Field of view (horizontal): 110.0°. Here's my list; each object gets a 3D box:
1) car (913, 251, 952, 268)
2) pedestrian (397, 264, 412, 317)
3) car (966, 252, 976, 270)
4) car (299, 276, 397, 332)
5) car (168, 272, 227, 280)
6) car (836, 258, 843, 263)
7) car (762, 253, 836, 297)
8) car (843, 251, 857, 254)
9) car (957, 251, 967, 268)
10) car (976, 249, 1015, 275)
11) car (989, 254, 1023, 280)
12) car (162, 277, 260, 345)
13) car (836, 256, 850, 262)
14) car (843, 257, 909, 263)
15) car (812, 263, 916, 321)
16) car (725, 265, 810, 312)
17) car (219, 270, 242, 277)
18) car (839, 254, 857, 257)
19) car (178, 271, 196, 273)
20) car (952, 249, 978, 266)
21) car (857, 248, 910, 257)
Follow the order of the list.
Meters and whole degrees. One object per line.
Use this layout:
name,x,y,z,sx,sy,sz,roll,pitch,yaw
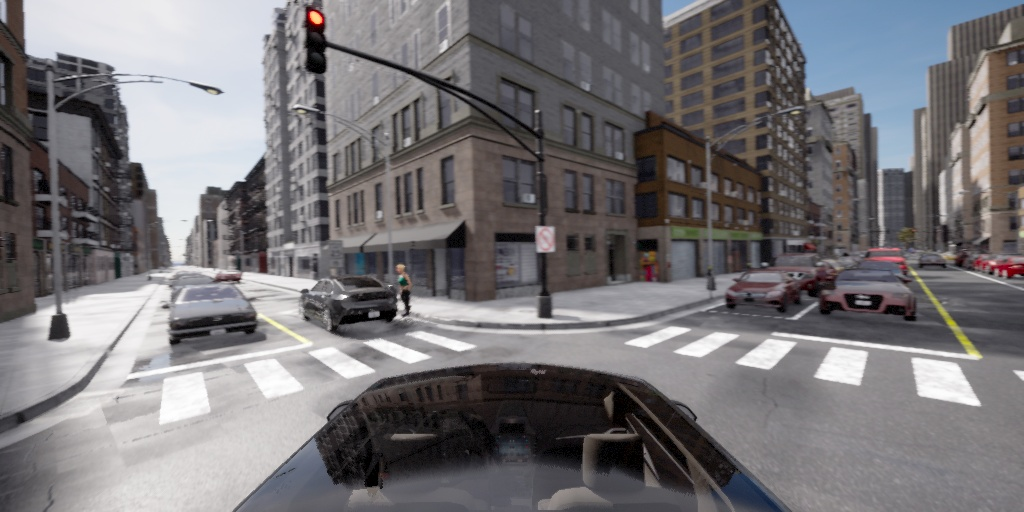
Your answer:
car,42.729,0.506,36.542,5.357,1.411,2.033,-1,0,-43
pedestrian,-3.193,1.129,10.790,0.375,1.860,0.375,-7,4,-43
car,39.340,0.557,29.453,4.507,1.381,1.888,0,0,-43
car,-5.422,1.385,11.600,1.837,1.490,4.892,-2,0,-43
car,-15.720,1.702,17.829,1.812,1.442,4.674,-2,0,-43
car,17.245,0.952,20.473,4.507,1.381,1.888,0,0,-43
car,13.179,0.795,16.673,5.009,1.841,2.192,0,0,-43
car,37.572,0.369,39.469,5.009,1.841,2.192,0,0,-43
car,43.404,0.494,33.251,4.403,1.370,2.007,0,0,-43
car,35.275,0.521,25.654,4.097,1.591,1.967,0,0,-43
car,31.211,0.697,21.856,4.507,1.381,1.888,0,0,-43
car,-9.146,1.547,10.845,2.033,1.411,5.357,-2,0,-43
car,21.186,0.860,24.155,4.829,1.417,1.751,0,0,-43
car,18.779,0.926,18.391,5.357,1.411,2.033,-1,0,-43
car,11.157,1.081,11.278,4.181,1.385,1.994,-1,0,-43
car,9.114,1.137,12.874,4.207,1.307,1.802,0,0,-43
car,-28.672,2.099,36.217,1.895,1.301,4.718,-2,0,-43
car,29.440,0.743,31.870,4.403,1.370,2.007,0,0,-43
car,-22.286,1.856,24.825,1.837,1.490,4.892,-2,0,-43
car,47.469,0.189,37.049,5.009,1.841,2.192,0,0,-43
car,26.458,0.463,25.501,5.566,2.045,2.150,-1,0,-43
